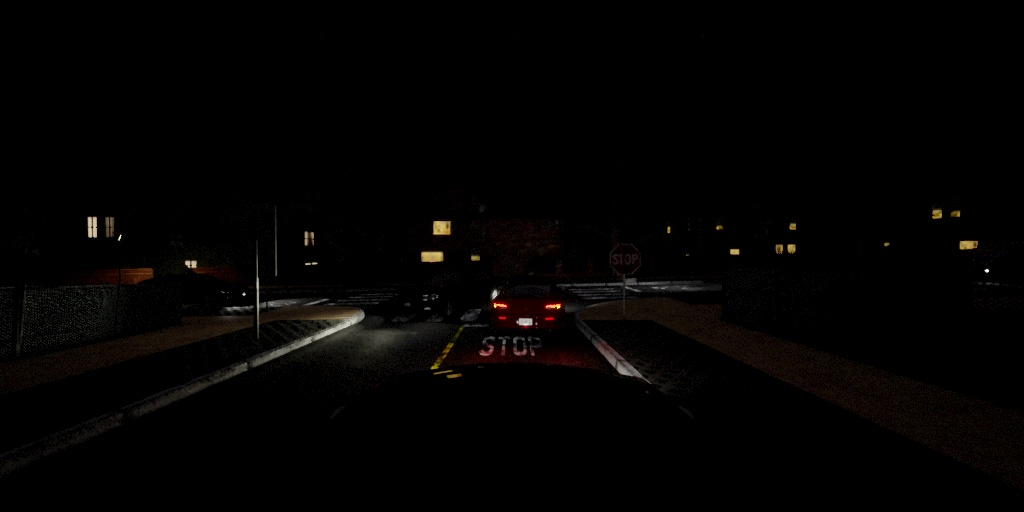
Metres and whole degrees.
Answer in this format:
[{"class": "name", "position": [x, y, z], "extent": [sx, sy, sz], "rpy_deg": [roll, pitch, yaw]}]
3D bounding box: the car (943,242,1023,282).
[{"class": "car", "position": [27.216, 0.261, 19.556], "extent": [5.566, 2.045, 2.150], "rpy_deg": [-1, 1, 0]}]

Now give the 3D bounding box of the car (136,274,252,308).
[{"class": "car", "position": [-14.794, 1.578, 16.536], "extent": [4.892, 1.490, 1.837], "rpy_deg": [-1, 1, 0]}]

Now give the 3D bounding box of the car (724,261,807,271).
[{"class": "car", "position": [14.227, 0.945, 19.542], "extent": [4.718, 1.301, 1.895], "rpy_deg": [-1, 1, 0]}]

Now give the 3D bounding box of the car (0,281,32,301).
[{"class": "car", "position": [-24.884, 1.790, 16.517], "extent": [5.008, 1.535, 1.882], "rpy_deg": [-1, 1, 0]}]

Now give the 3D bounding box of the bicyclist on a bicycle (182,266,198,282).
[{"class": "bicyclist on a bicycle", "position": [-20.176, 1.413, 22.371], "extent": [0.582, 1.620, 1.656], "rpy_deg": [-1, 1, 0]}]

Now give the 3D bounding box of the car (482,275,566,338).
[{"class": "car", "position": [0.529, 1.276, 10.130], "extent": [1.812, 1.442, 4.674], "rpy_deg": [0, 0, 6]}]

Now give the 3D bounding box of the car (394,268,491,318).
[{"class": "car", "position": [-2.165, 1.231, 13.414], "extent": [1.882, 1.535, 5.008], "rpy_deg": [-2, -1, 27]}]
